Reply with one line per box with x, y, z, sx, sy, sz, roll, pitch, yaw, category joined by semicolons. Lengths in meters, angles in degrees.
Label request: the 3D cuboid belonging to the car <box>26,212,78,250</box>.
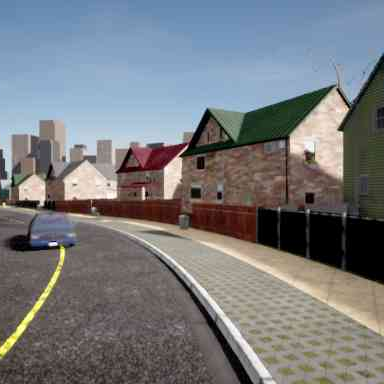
-6.411;1.631;15.146;2.033;1.411;5.357;0;-1;-25;car
